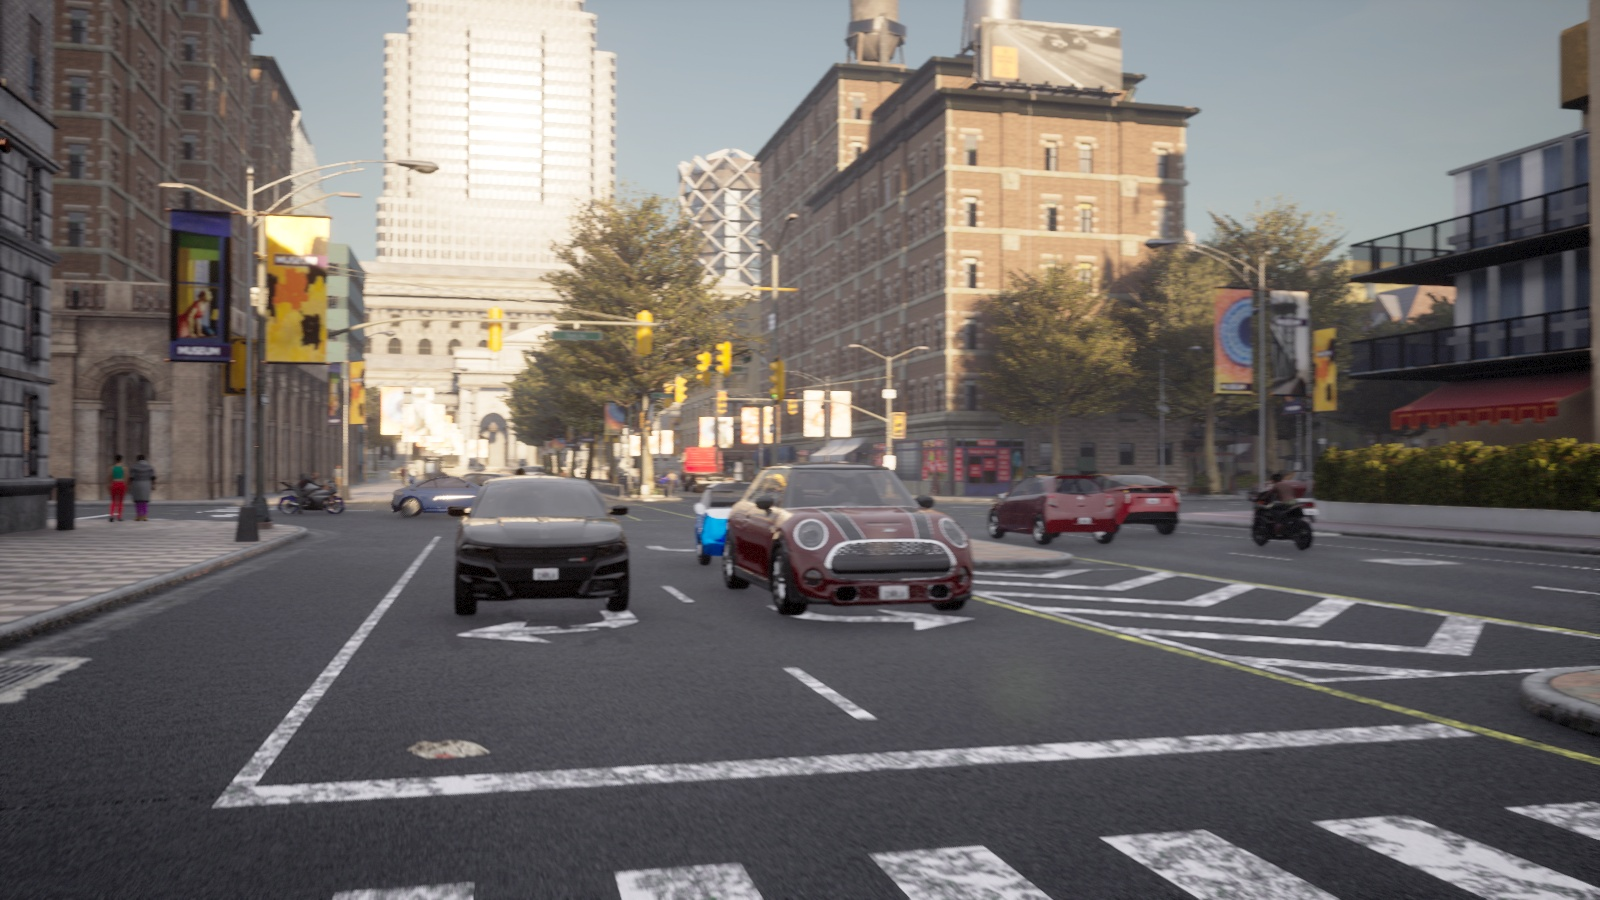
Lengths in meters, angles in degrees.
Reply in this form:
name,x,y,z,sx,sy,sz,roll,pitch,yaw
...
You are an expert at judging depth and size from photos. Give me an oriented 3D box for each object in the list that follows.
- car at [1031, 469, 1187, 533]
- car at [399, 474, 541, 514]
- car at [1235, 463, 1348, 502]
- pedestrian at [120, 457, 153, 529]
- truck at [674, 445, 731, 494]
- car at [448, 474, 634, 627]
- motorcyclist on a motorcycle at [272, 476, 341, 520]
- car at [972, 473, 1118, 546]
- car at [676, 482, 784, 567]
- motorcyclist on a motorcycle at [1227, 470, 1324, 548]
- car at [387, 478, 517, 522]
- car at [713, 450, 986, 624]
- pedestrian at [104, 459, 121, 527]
name,x,y,z,sx,sy,sz,roll,pitch,yaw
car,7.874,1.257,32.480,2.007,1.525,4.514,0,-1,-14
car,-12.793,1.697,48.838,5.008,1.535,1.882,-1,-1,10
car,23.145,1.518,59.151,4.553,1.767,2.097,0,-1,-14
pedestrian,-18.292,1.173,34.620,0.659,1.952,0.873,0,-1,-39
truck,-7.260,1.442,92.836,2.891,3.462,7.936,0,-1,-14
car,-3.277,1.074,15.445,1.882,1.535,5.008,0,-1,-14
motorcyclist on a motorcycle,-17.676,1.722,45.032,2.191,1.530,0.866,0,-1,-14
car,5.396,1.267,28.118,1.845,1.501,3.633,0,-1,-14
car,-1.252,1.244,21.749,1.481,1.376,2.207,0,-1,-14
motorcyclist on a motorcycle,9.645,1.164,25.570,0.797,1.523,2.044,0,-1,-14
car,-11.870,1.679,42.913,4.181,1.385,1.994,0,-1,-15
car,0.384,0.927,15.235,2.097,1.767,4.553,0,-1,-14
pedestrian,-18.662,1.166,34.082,0.345,1.836,0.594,0,-1,-23
